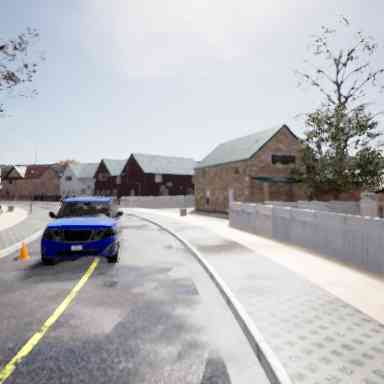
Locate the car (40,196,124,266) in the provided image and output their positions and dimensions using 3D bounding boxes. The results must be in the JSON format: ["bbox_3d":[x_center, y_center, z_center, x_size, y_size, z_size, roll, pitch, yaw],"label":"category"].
[{"bbox_3d":[-3.672,1.192,11.938,2.150,2.045,5.566,0,0,-10],"label":"car"}]

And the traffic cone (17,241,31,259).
[{"bbox_3d":[-5.658,1.928,11.187,0.340,0.580,0.340,0,0,-10],"label":"traffic cone"}]
